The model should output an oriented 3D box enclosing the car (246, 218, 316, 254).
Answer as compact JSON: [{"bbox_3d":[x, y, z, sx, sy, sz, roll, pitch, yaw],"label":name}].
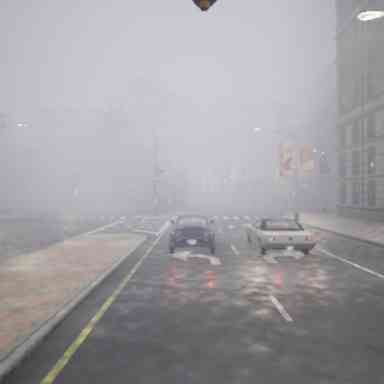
[{"bbox_3d":[3.509,1.737,14.115,1.895,1.301,4.718,0,-1,0],"label":"car"}]

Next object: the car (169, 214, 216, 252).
[{"bbox_3d":[0.012,1.664,14.396,1.812,1.442,4.674,0,0,0],"label":"car"}]
